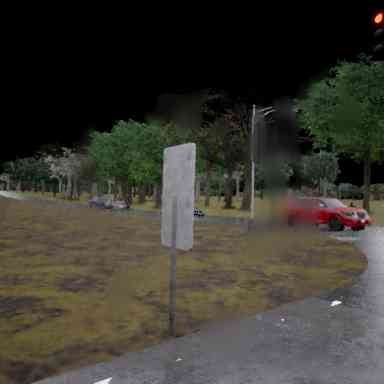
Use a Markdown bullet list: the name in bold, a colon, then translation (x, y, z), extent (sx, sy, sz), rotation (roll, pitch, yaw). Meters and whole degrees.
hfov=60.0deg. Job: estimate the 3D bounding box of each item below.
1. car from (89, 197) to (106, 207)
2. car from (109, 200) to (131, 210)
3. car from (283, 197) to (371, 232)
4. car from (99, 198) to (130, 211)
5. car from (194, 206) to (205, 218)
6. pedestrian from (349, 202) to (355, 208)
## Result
- **car**: translation (-18.386, 1.965, 65.208), extent (2.150, 2.045, 5.566), rotation (3, -2, -36)
- **car**: translation (-12.297, 2.189, 56.728), extent (1.837, 1.490, 4.892), rotation (3, -2, -36)
- **car**: translation (8.226, 1.331, 20.941), extent (2.150, 2.045, 5.566), rotation (2, -3, -28)
- **car**: translation (-11.424, 1.995, 49.238), extent (2.128, 1.511, 4.902), rotation (3, -2, -35)
- **car**: translation (-0.510, 1.904, 34.016), extent (1.994, 1.385, 4.181), rotation (3, -2, -36)
- **pedestrian**: translation (13.334, 1.718, 27.800), extent (0.375, 1.860, 0.375), rotation (2, -1, -36)
